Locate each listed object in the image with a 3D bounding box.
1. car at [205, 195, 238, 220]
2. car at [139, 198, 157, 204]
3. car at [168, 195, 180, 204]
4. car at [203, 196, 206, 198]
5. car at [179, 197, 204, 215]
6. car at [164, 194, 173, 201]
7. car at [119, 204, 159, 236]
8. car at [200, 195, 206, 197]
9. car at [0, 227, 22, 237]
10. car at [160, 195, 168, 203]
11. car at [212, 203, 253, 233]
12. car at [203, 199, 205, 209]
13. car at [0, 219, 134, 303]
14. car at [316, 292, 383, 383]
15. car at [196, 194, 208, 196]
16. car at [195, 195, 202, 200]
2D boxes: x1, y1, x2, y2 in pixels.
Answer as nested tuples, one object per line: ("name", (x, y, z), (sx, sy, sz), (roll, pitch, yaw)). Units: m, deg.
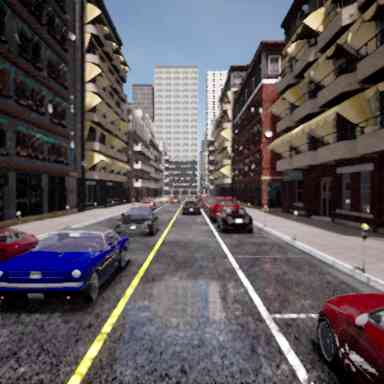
("car", (2.431, 1.305, 25.136), (2.192, 1.841, 5.009), (-1, 0, 0))
("car", (-5.531, 1.432, 41.721), (1.967, 1.590, 4.097), (-1, 0, 0))
("car", (-3.088, 1.502, 64.023), (1.812, 1.442, 4.674), (0, 0, 0))
("car", (2.351, 1.566, 41.783), (1.802, 1.307, 4.206), (-1, 0, 0))
("car", (-0.065, 1.515, 33.623), (1.812, 1.442, 4.674), (0, 0, 0))
("car", (-5.726, 1.412, 80.565), (1.967, 1.590, 4.097), (-1, 0, 0))
("car", (-2.929, 1.561, 18.417), (1.994, 1.385, 4.181), (0, 0, -1))
("car", (2.323, 1.547, 47.331), (1.947, 1.339, 4.313), (-1, 0, 0))
("car", (-5.362, 1.585, 8.427), (1.802, 1.307, 4.206), (-1, 0, 0))
("car", (-5.668, 1.503, 69.297), (1.752, 1.417, 4.829), (-1, 0, 0))
("car", (2.462, 1.558, 19.587), (1.947, 1.339, 4.313), (-1, 0, 0))
("car", (2.406, 1.539, 30.684), (2.008, 1.369, 4.403), (-1, 0, 0))
("car", (-2.882, 1.602, 8.318), (1.895, 1.301, 4.718), (0, 0, 0))
("car", (2.551, 1.579, 2.940), (1.802, 1.307, 4.206), (-1, 0, 0))
("car", (2.236, 1.288, 63.978), (2.192, 1.841, 5.009), (-1, 0, 0))
("car", (1.779, 1.463, 90.415), (1.837, 1.490, 4.892), (0, 0, 0))
